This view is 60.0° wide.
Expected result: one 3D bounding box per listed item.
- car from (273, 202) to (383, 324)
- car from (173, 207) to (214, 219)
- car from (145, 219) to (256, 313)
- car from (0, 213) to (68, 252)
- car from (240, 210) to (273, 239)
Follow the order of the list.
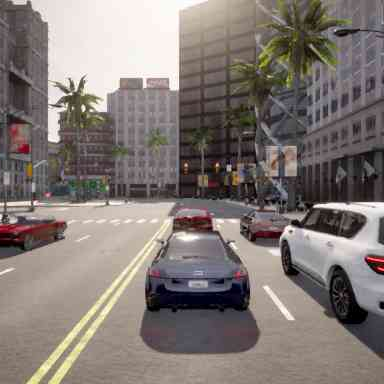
[{"bbox_3d":[3.599,1.221,7.270,2.150,2.045,5.566,0,0,0],"label":"car"},{"bbox_3d":[0.086,1.478,16.756,1.882,1.535,5.008,0,0,2],"label":"car"},{"bbox_3d":[0.087,1.562,7.770,1.994,1.385,4.181,0,0,-1],"label":"car"},{"bbox_3d":[-7.053,1.601,14.130,1.895,1.301,4.718,0,0,0],"label":"car"},{"bbox_3d":[3.593,1.564,16.635,1.994,1.385,4.181,0,0,0],"label":"car"}]
